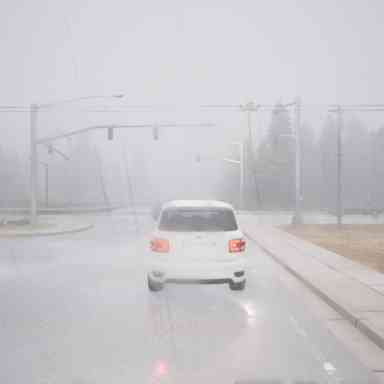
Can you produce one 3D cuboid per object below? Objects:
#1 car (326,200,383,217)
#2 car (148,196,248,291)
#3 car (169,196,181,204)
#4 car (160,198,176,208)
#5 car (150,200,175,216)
[{"bbox_3d":[14.898,1.514,30.544,4.902,1.511,2.128,0,0,1],"label":"car"},{"bbox_3d":[0.067,1.217,9.137,2.150,2.045,5.566,0,0,-2],"label":"car"},{"bbox_3d":[-3.390,1.538,67.403,2.033,1.411,5.357,0,0,1],"label":"car"},{"bbox_3d":[-3.581,1.557,50.052,1.994,1.385,4.181,0,0,0],"label":"car"},{"bbox_3d":[-2.998,1.572,33.370,1.994,1.385,4.181,0,0,-12],"label":"car"}]
